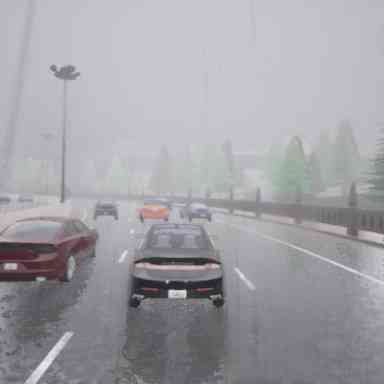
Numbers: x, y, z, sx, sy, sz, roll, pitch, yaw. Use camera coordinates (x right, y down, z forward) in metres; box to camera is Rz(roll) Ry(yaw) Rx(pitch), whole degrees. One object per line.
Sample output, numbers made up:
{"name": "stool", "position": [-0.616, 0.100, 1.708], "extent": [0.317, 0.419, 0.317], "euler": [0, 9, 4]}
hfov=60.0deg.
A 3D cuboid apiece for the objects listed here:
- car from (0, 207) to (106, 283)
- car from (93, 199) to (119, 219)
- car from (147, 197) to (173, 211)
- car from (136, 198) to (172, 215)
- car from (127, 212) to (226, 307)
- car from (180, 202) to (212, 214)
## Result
{"name": "car", "position": [-3.970, 1.407, 9.434], "extent": [1.882, 1.535, 5.008], "euler": [1, 0, -4]}
{"name": "car", "position": [-7.191, 1.386, 27.815], "extent": [1.837, 1.490, 4.892], "euler": [1, 0, -15]}
{"name": "car", "position": [-3.951, 1.436, 40.527], "extent": [1.882, 1.535, 5.008], "euler": [1, 0, -21]}
{"name": "car", "position": [-3.193, 1.312, 26.188], "extent": [2.097, 1.767, 4.553], "euler": [1, 0, -13]}
{"name": "car", "position": [-0.373, 1.492, 7.975], "extent": [2.128, 1.511, 4.902], "euler": [1, 0, -3]}
{"name": "car", "position": [0.268, 1.556, 26.942], "extent": [1.812, 1.442, 4.674], "euler": [1, 0, -14]}
